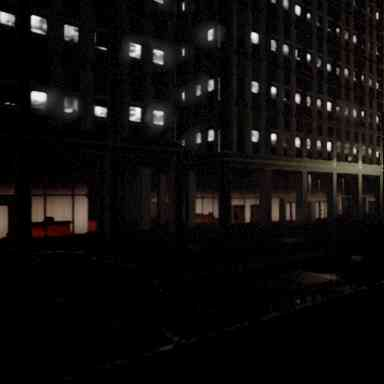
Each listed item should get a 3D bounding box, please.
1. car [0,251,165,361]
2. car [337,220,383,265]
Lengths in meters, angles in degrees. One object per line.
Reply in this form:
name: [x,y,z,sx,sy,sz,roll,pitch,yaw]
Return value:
car: [-2.396,1.589,4.859,4.206,1.307,1.802,1,-1,-35]
car: [6.793,1.670,11.405,4.313,1.339,1.947,1,-1,-35]
